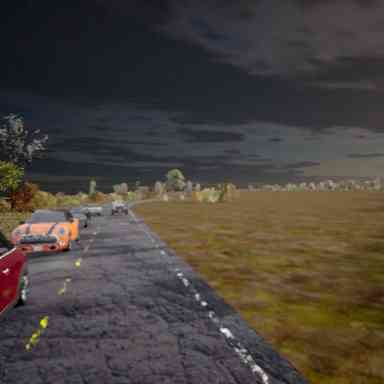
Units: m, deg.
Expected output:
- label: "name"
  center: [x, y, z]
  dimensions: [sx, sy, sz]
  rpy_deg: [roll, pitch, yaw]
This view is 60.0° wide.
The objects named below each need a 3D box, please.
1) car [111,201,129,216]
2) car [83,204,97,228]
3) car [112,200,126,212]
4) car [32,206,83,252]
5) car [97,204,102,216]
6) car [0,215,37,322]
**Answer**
- label: "car"
  center: [-8.513, 1.946, 39.153]
  dimensions: [1.812, 1.442, 4.674]
  rpy_deg: [-1, 0, -13]
- label: "car"
  center: [-8.491, 1.804, 24.575]
  dimensions: [2.128, 1.511, 4.902]
  rpy_deg: [-1, 0, -13]
- label: "car"
  center: [-10.772, 2.005, 49.164]
  dimensions: [1.882, 1.535, 5.008]
  rpy_deg: [-1, 0, -12]
- label: "car"
  center: [-6.257, 1.558, 14.657]
  dimensions: [2.097, 1.767, 4.553]
  rpy_deg: [-1, 0, -13]
- label: "car"
  center: [-11.572, 2.063, 38.598]
  dimensions: [1.895, 1.301, 4.718]
  rpy_deg: [-1, 0, -12]
- label: "car"
  center: [-4.096, 1.455, 5.092]
  dimensions: [2.097, 1.767, 4.553]
  rpy_deg: [-1, 0, -13]
